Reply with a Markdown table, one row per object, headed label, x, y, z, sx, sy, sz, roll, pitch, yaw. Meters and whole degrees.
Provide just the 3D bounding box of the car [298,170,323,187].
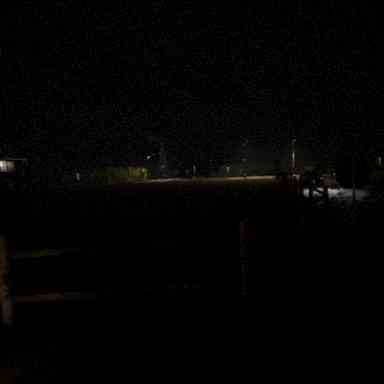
| label | x | y | z | sx | sy | sz | roll | pitch | yaw |
| --- | --- | --- | --- | --- | --- | --- | --- | --- | --- |
| car | 11.602 | -1.360 | 32.719 | 2.128 | 1.511 | 4.902 | -2 | 4 | 12 |
